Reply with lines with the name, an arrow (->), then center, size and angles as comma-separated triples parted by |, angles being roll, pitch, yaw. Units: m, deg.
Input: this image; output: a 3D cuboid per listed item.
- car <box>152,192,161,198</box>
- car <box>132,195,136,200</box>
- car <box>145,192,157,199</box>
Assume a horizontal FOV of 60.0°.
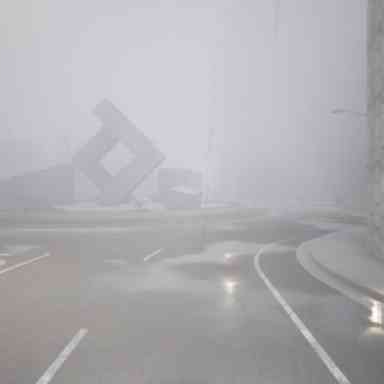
car -> -10.192, 0.806, 94.763 | 2.128, 1.511, 4.902 | 0, 0, -1
car -> -12.640, 1.102, 63.711 | 1.994, 1.385, 4.181 | 0, 1, 28
car -> -9.998, 0.983, 79.143 | 1.994, 1.385, 4.181 | 0, 0, -1
